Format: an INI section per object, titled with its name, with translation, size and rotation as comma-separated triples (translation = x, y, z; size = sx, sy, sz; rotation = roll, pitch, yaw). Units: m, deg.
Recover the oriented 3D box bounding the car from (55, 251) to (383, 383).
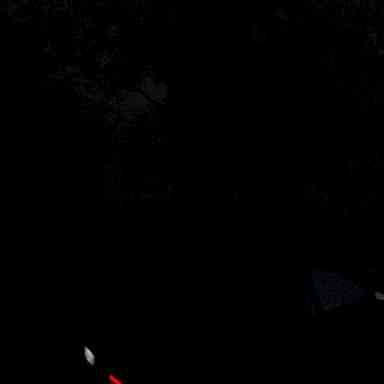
[car]
translation = 1.090, 1.571, 4.527
size = 5.357, 1.411, 2.033
rotation = 0, 0, -36
